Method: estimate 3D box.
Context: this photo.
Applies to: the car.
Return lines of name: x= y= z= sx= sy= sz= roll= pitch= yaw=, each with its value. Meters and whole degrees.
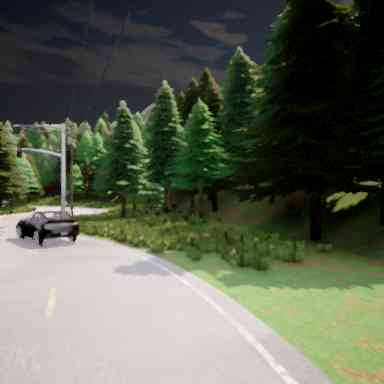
car: x=-7.449 y=1.727 z=16.987 sx=2.128 sy=1.511 sz=4.902 roll=0 pitch=-1 yaw=-42
